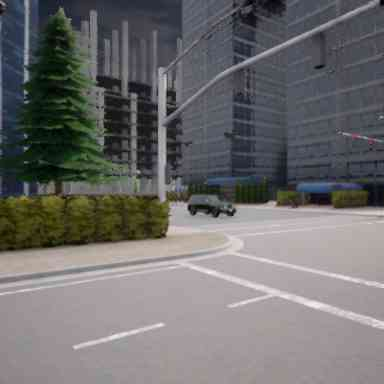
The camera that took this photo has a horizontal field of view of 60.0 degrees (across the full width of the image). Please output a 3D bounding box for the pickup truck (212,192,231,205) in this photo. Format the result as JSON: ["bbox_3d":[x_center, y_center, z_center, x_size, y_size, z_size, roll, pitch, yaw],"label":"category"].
[{"bbox_3d":[5.286,1.135,61.081,2.390,2.098,6.274,0,0,-6],"label":"pickup truck"}]

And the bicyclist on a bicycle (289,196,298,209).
[{"bbox_3d":[12.607,1.366,41.292,1.656,1.620,0.582,0,0,-36],"label":"bicyclist on a bicycle"}]

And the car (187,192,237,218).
[{"bbox_3d":[1.789,1.260,31.548,2.150,2.045,5.566,0,0,-36],"label":"car"}]
